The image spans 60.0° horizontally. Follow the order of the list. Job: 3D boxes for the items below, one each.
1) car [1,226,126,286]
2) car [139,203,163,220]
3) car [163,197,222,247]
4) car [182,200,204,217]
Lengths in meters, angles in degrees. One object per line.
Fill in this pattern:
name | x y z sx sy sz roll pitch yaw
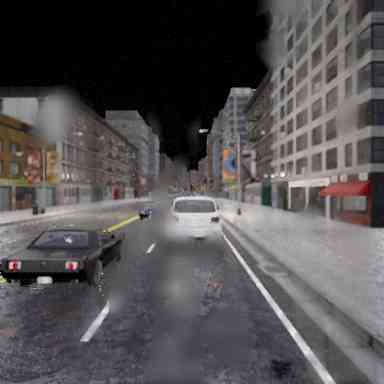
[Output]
car | -3.150 1.597 9.334 1.895 1.301 4.718 0 0 0
car | -3.153 1.592 27.668 1.895 1.301 4.718 0 0 0
car | 0.095 1.215 15.102 2.150 2.045 5.566 0 0 0
car | 0.093 1.538 32.636 2.033 1.411 5.357 0 0 0
